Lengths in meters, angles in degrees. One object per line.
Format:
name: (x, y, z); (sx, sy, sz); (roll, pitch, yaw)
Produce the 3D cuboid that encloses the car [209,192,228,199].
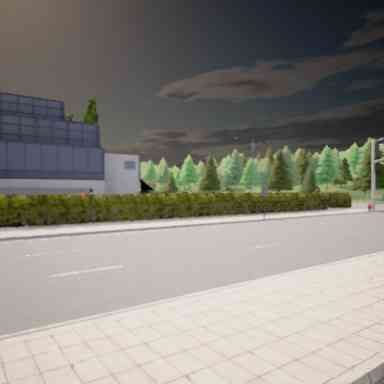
car: (7.306, 0.946, 92.444); (2.150, 2.045, 5.566); (0, 0, -35)
